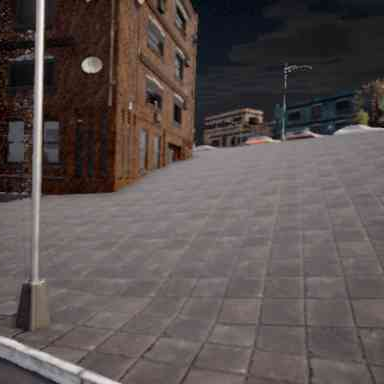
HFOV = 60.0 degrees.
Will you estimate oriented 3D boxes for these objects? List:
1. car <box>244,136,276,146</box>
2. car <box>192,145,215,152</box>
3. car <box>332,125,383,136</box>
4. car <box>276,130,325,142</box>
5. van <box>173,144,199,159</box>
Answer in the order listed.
[{"bbox_3d":[7.960,-5.445,37.168,2.185,1.767,4.553,1,2,-33],"label":"car"},{"bbox_3d":[2.006,-5.726,46.434,2.231,1.521,4.892,1,2,-33],"label":"car"},{"bbox_3d":[14.001,-4.849,27.758,2.002,1.452,4.674,1,2,-33],"label":"car"},{"bbox_3d":[10.941,-5.235,32.526,2.185,1.767,4.553,1,2,-33],"label":"car"},{"bbox_3d":[-0.902,-6.146,50.967,1.878,1.987,4.442,1,2,-33],"label":"van"}]
